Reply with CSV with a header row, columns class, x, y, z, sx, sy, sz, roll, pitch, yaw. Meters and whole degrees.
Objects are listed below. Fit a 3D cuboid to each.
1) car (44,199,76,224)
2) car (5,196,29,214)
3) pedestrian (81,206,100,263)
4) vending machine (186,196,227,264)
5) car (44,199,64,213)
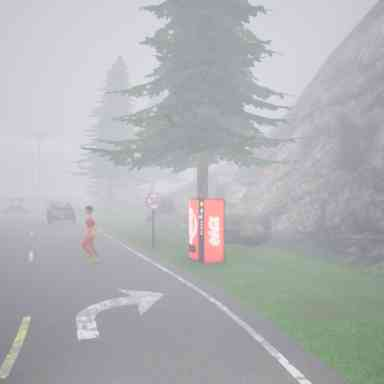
class,x,y,z,sx,sy,sz,roll,pitch,yaw
car,-9.801,1.485,24.730,2.128,1.511,4.902,0,0,-25
car,-18.981,1.344,36.165,2.097,1.767,4.553,0,0,-24
pedestrian,-3.198,1.292,10.441,0.375,1.860,0.375,0,0,-26
vending machine,0.470,1.193,11.054,1.100,2.100,0.880,0,0,-26
car,-16.086,1.539,38.627,2.033,1.411,5.357,0,0,-23
